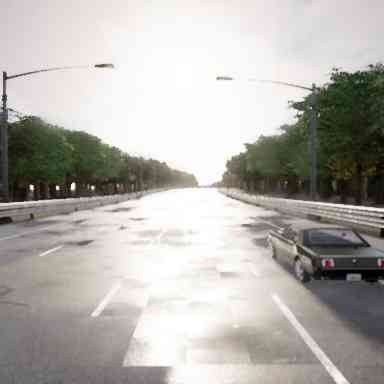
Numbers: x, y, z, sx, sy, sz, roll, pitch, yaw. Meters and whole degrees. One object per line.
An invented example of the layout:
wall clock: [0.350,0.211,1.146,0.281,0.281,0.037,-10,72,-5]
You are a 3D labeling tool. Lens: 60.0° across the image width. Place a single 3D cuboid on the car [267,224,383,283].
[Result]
car: [3.513,1.556,9.438,1.895,1.301,4.718,0,0,0]
